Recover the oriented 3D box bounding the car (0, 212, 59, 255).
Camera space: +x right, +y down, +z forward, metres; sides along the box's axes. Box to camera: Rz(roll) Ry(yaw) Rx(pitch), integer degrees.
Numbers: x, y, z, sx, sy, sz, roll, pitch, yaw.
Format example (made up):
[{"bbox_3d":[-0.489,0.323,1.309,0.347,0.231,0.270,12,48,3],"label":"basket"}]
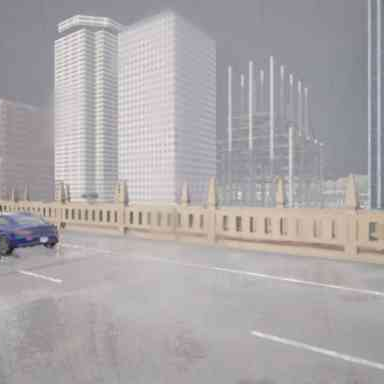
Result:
[{"bbox_3d":[-7.201,1.542,13.351,4.674,1.442,1.812,0,0,36],"label":"car"}]
